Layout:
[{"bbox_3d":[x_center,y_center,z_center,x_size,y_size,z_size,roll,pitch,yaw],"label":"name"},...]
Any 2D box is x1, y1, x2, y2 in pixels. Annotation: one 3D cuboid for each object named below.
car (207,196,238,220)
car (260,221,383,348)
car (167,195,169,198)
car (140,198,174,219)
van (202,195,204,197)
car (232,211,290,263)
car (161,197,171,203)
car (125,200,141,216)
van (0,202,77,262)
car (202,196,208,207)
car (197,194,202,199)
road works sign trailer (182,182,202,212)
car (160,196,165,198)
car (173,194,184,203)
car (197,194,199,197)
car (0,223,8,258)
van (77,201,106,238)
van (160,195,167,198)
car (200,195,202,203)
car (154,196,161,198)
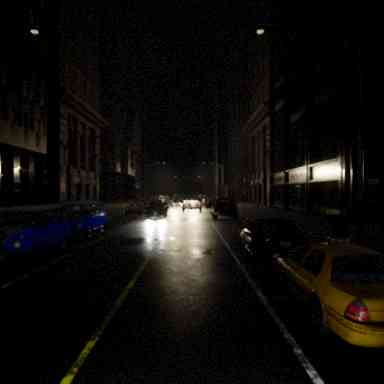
[{"bbox_3d":[2.766,1.390,28.806,2.192,1.841,5.009,0,0,0],"label":"car"},{"bbox_3d":[2.764,1.542,6.500,1.752,1.417,4.829,0,0,0],"label":"car"},{"bbox_3d":[-5.756,1.730,62.506,2.008,1.369,4.403,0,0,0],"label":"car"},{"bbox_3d":[-3.093,1.572,30.540,2.128,1.511,4.902,0,0,0],"label":"car"},{"bbox_3d":[2.768,1.485,51.281,1.690,1.788,3.998,0,0,0],"label":"van"},{"bbox_3d":[2.765,1.596,11.949,1.947,1.339,4.313,0,0,0],"label":"car"},{"bbox_3d":[-5.754,1.741,73.574,1.752,1.417,4.829,0,0,0],"label":"car"},{"bbox_3d":[-5.758,1.616,34.244,1.752,1.417,4.829,0,0,0],"label":"car"},{"bbox_3d":[-5.760,1.371,11.941,1.690,1.788,3.998,0,0,0],"label":"van"},{"bbox_3d":[2.768,1.677,45.661,2.008,1.369,4.403,0,0,0],"label":"car"},{"bbox_3d":[2.771,1.816,79.373,1.802,1.307,4.206,0,0,0],"label":"car"},{"bbox_3d":[0.004,0.569,39.032,2.380,3.560,2.880,0,0,0],"label":"road works sign trailer"},{"bbox_3d":[-5.757,1.688,51.269,1.887,1.381,4.507,0,0,0],"label":"car"},{"bbox_3d":[-2.992,1.705,72.631,1.837,1.490,4.892,0,0,0],"label":"car"},{"bbox_3d":[2.772,1.779,85.162,1.752,1.417,4.829,0,0,0],"label":"car"},{"bbox_3d":[-5.761,1.561,6.323,1.887,1.381,4.507,0,0,0],"label":"car"},{"bbox_3d":[-5.760,1.385,17.561,1.690,1.788,3.998,0,0,0],"label":"van"},{"bbox_3d":[-5.756,1.503,56.889,1.690,1.788,3.998,0,0,0],"label":"van"},{"bbox_3d":[2.769,1.706,62.688,1.752,1.417,4.829,0,0,0],"label":"car"},{"bbox_3d":[-5.757,1.670,45.651,1.887,1.381,4.507,0,0,0],"label":"car"}]
